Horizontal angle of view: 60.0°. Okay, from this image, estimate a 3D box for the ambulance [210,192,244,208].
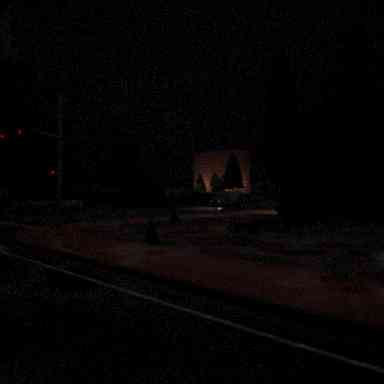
[{"bbox_3d":[5.518,1.156,52.606,2.351,2.431,6.366,0,0,41],"label":"ambulance"}]
